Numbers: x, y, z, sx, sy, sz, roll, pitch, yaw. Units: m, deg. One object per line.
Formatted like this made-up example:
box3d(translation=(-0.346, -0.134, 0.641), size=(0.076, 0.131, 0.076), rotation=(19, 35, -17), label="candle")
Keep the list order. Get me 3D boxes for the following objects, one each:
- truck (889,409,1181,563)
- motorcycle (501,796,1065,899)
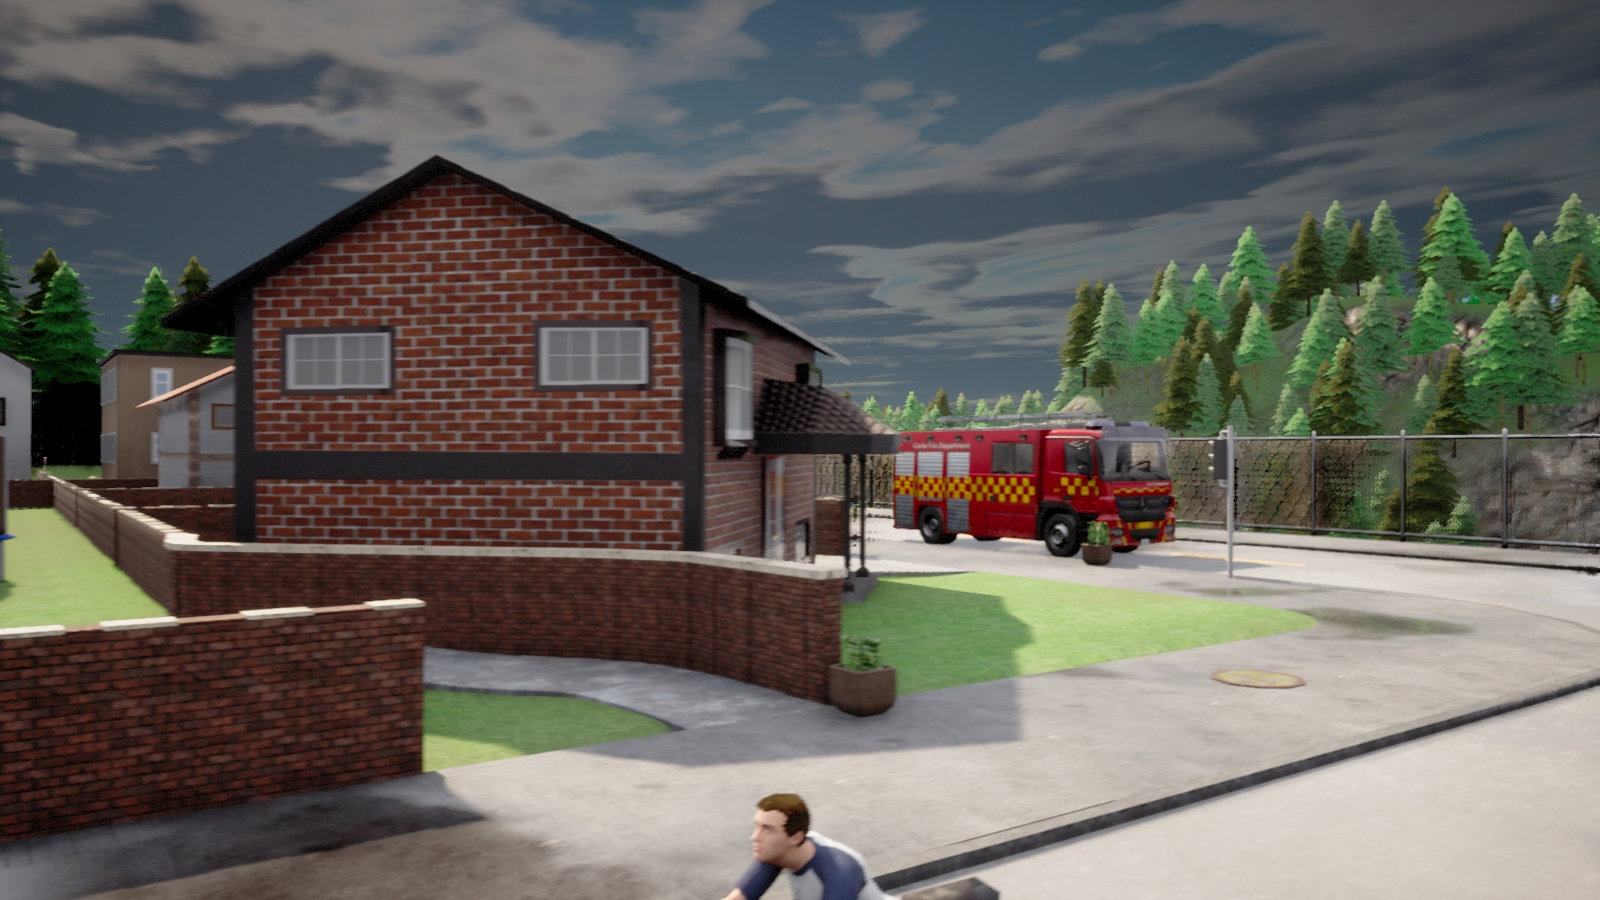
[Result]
box3d(translation=(6.369, 0.891, 32.601), size=(2.891, 3.827, 8.468), rotation=(0, 0, -35), label="truck")
box3d(translation=(-0.004, 2.186, 4.333), size=(2.033, 1.199, 0.803), rotation=(0, 0, -35), label="motorcycle")
